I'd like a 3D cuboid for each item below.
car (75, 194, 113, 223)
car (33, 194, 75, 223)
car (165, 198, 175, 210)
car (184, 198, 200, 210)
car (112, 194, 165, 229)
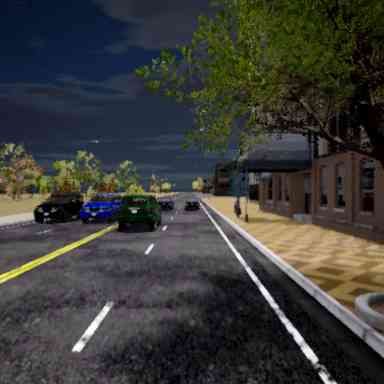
[{"bbox_3d":[-6.603,1.161,25.149,2.150,2.045,5.566,0,0,0],"label":"car"},{"bbox_3d":[-9.852,1.163,25.272,2.150,2.045,5.566,0,0,0],"label":"car"},{"bbox_3d":[-3.224,1.436,41.446,2.033,1.411,5.357,0,0,0],"label":"car"},{"bbox_3d":[0.027,1.433,41.391,2.033,1.411,5.357,0,0,0],"label":"car"},{"bbox_3d":[-3.218,1.169,21.308,2.150,2.045,5.566,0,0,0],"label":"car"}]
